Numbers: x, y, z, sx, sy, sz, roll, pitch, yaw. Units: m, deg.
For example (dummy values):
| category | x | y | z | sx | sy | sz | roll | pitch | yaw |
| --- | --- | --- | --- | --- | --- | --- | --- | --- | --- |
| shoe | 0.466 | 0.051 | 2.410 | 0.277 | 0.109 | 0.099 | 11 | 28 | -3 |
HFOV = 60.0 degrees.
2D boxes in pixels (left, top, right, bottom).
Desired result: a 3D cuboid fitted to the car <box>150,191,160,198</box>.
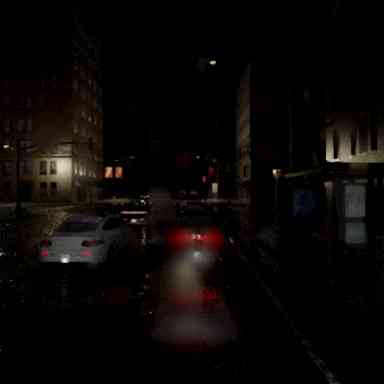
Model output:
| category | x | y | z | sx | sy | sz | roll | pitch | yaw |
| --- | --- | --- | --- | --- | --- | --- | --- | --- | --- |
| car | -9.313 | 0.593 | 83.812 | 2.128 | 1.511 | 4.902 | 0 | 1 | 0 |

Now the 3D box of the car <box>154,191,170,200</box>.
| category | x | y | z | sx | sy | sz | roll | pitch | yaw |
| --- | --- | --- | --- | --- | --- | --- | --- | --- | --- |
| car | -6.145 | 0.745 | 68.330 | 1.837 | 1.490 | 4.892 | 0 | 1 | 0 |

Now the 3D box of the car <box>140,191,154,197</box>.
| category | x | y | z | sx | sy | sz | roll | pitch | yaw |
| --- | --- | --- | --- | --- | --- | --- | --- | --- | --- |
| car | -9.395 | 0.746 | 68.279 | 1.837 | 1.490 | 4.892 | 0 | 1 | 0 |

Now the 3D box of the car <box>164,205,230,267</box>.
| category | x | y | z | sx | sy | sz | roll | pitch | yaw |
| --- | --- | --- | --- | --- | --- | --- | --- | --- | --- |
| car | 0.148 | 1.381 | 10.895 | 1.837 | 1.490 | 4.892 | 0 | 0 | 0 |

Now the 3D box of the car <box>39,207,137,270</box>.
| category | x | y | z | sx | sy | sz | roll | pitch | yaw |
| --- | --- | --- | --- | --- | --- | --- | --- | --- | --- |
| car | -3.102 | 1.409 | 10.453 | 1.812 | 1.442 | 4.674 | 0 | 0 | 0 |

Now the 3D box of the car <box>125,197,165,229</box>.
| category | x | y | z | sx | sy | sz | roll | pitch | yaw |
| --- | --- | --- | --- | --- | --- | --- | --- | --- | --- |
| car | -3.049 | 1.272 | 19.920 | 2.128 | 1.511 | 4.902 | 0 | 1 | 0 |

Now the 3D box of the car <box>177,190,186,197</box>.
| category | x | y | z | sx | sy | sz | roll | pitch | yaw |
| --- | --- | --- | --- | --- | --- | --- | --- | --- | --- |
| car | -2.805 | 0.568 | 85.261 | 2.128 | 1.511 | 4.902 | 0 | 1 | 0 |

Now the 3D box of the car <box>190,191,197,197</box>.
| category | x | y | z | sx | sy | sz | roll | pitch | yaw |
| --- | --- | --- | --- | --- | --- | --- | --- | --- | --- |
| car | 0.447 | 0.633 | 85.692 | 1.895 | 1.301 | 4.718 | 0 | 1 | 0 |

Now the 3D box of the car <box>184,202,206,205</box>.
| category | x | y | z | sx | sy | sz | roll | pitch | yaw |
| --- | --- | --- | --- | --- | --- | --- | --- | --- | --- |
| car | 0.186 | 1.305 | 20.009 | 1.812 | 1.442 | 4.674 | 0 | 1 | 0 |

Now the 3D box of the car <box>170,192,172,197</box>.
| category | x | y | z | sx | sy | sz | roll | pitch | yaw |
| --- | --- | --- | --- | --- | --- | --- | --- | --- | --- |
| car | -6.063 | 0.592 | 83.819 | 1.812 | 1.442 | 4.674 | 0 | 1 | 0 |
